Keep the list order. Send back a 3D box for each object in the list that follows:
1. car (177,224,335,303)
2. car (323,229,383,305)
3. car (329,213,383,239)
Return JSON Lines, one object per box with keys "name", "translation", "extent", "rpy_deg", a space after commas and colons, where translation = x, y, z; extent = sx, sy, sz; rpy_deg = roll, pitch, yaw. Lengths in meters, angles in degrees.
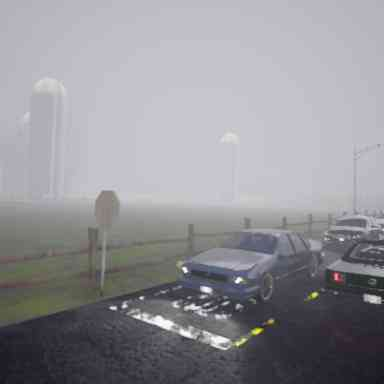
{"name": "car", "translation": [1.958, 1.729, 9.026], "extent": [2.033, 1.411, 5.357], "rpy_deg": [0, -1, 39]}
{"name": "car", "translation": [4.870, 1.832, 8.106], "extent": [1.895, 1.301, 4.718], "rpy_deg": [0, -1, 39]}
{"name": "car", "translation": [8.236, 1.976, 16.798], "extent": [1.837, 1.490, 4.892], "rpy_deg": [0, -2, 39]}
